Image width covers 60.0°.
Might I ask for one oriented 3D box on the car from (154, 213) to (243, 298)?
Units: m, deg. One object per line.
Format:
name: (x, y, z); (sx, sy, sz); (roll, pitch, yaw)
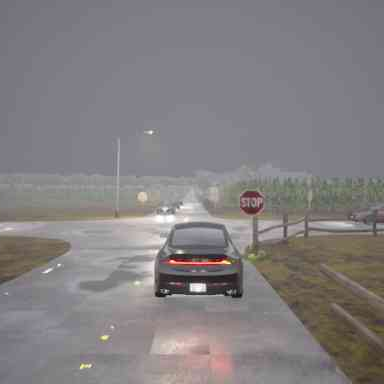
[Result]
car: (0.186, 1.511, 8.521); (1.837, 1.490, 4.892); (0, 0, 2)

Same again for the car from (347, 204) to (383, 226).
car: (13.153, 1.547, 23.208); (4.181, 1.385, 1.994); (0, 1, 0)

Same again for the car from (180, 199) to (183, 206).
car: (-2.747, 1.824, 49.698); (2.033, 1.411, 5.357); (0, -1, 0)

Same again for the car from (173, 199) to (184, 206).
car: (-2.670, 2.023, 64.767); (1.895, 1.301, 4.718); (0, -1, 0)

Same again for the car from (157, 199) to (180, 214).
car: (-2.782, 1.656, 36.856); (2.128, 1.511, 4.902); (0, 0, 0)
